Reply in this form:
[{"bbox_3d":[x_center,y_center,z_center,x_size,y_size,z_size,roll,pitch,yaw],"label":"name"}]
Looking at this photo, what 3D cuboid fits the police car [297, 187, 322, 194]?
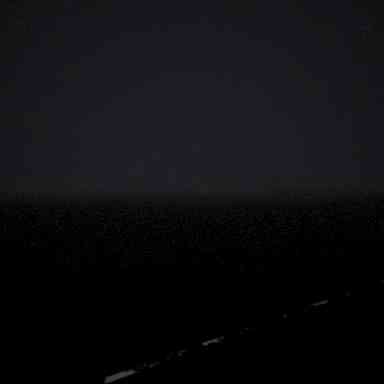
[{"bbox_3d":[24.046,-0.239,68.129,2.038,1.542,4.974,-1,1,-36],"label":"police car"}]
